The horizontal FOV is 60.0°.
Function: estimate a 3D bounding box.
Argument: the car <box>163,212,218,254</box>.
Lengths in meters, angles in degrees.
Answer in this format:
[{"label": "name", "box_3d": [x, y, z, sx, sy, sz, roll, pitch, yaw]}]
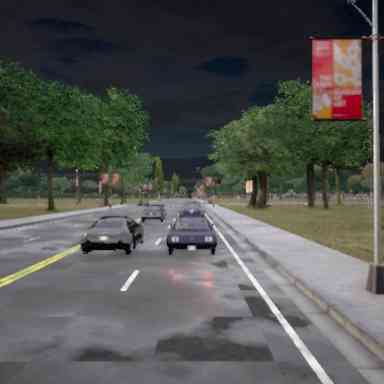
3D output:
[{"label": "car", "box_3d": [-0.002, 1.737, 14.111, 1.895, 1.301, 4.718, 0, -1, 0]}]

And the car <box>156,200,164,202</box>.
[{"label": "car", "box_3d": [-6.528, 2.329, 67.628, 1.895, 1.301, 4.718, 0, -1, 0]}]

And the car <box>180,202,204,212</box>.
[{"label": "car", "box_3d": [-0.008, 1.636, 29.075, 2.097, 1.767, 4.553, 0, -1, 0]}]

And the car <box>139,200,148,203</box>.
[{"label": "car", "box_3d": [-9.781, 2.292, 67.431, 1.994, 1.385, 4.181, 0, -1, 0]}]

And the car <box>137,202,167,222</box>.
[{"label": "car", "box_3d": [-3.260, 1.833, 28.991, 2.033, 1.411, 5.357, 0, -1, 0]}]

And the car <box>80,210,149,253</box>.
[{"label": "car", "box_3d": [-3.253, 1.703, 14.312, 1.994, 1.385, 4.181, 0, -1, 0]}]
